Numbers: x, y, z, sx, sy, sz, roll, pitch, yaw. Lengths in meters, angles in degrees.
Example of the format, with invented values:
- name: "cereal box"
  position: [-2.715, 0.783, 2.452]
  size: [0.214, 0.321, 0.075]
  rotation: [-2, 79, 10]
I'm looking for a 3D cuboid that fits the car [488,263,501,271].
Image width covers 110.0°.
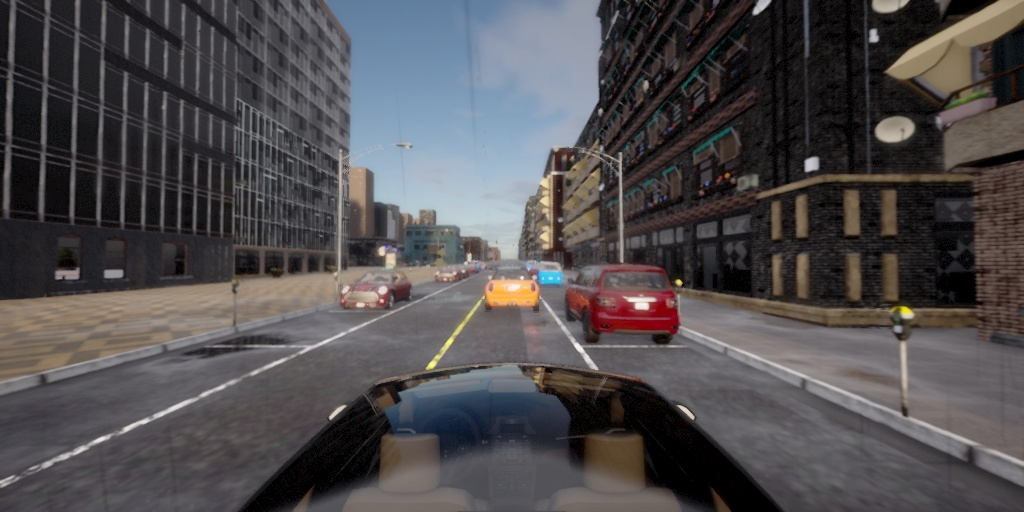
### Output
- name: "car"
  position: [-3.050, 1.911, 63.513]
  size: [1.994, 1.385, 4.181]
  rotation: [0, -1, 1]

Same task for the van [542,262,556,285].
- name: "van"
  position: [2.690, 1.346, 26.772]
  size: [1.690, 1.789, 3.998]
  rotation: [0, 0, 0]

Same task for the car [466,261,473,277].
- name: "car"
  position: [-5.659, 1.554, 38.033]
  size: [1.967, 1.591, 4.097]
  rotation: [0, 0, 0]

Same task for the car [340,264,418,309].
- name: "car"
  position: [-5.694, 1.331, 15.449]
  size: [1.967, 1.591, 4.097]
  rotation: [0, 0, 0]

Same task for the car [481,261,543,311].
- name: "car"
  position: [0.023, 1.241, 15.296]
  size: [2.097, 1.767, 4.553]
  rotation: [0, -1, 1]

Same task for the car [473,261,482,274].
- name: "car"
  position: [-5.659, 1.765, 49.323]
  size: [1.888, 1.381, 4.507]
  rotation: [0, 0, 0]

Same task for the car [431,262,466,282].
- name: "car"
  position: [-5.664, 1.500, 32.386]
  size: [1.967, 1.591, 4.097]
  rotation: [0, 0, 0]

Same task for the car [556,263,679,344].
- name: "car"
  position: [2.691, 1.149, 9.834]
  size: [2.192, 1.841, 5.009]
  rotation: [0, 0, 0]
